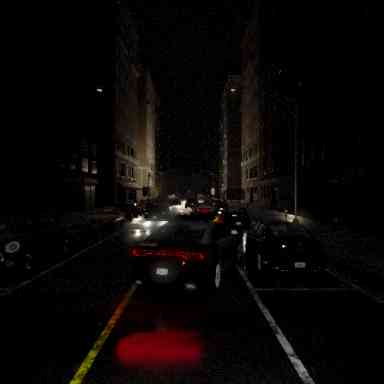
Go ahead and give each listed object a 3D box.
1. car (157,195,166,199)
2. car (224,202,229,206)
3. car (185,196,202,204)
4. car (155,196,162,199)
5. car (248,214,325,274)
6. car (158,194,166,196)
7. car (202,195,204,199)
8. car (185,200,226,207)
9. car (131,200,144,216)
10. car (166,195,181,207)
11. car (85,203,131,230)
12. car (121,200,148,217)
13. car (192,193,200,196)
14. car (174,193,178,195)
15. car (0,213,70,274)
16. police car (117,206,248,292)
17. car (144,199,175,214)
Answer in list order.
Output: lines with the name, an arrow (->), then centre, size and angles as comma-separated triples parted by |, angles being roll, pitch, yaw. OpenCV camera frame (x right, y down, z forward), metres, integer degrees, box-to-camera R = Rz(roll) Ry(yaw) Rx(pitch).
car -> -5.351, 1.541, 48.219 | 2.008, 1.369, 4.403 | 0, 0, 0
car -> 2.652, 1.549, 21.140 | 2.008, 1.369, 4.403 | 0, 0, 0
car -> 0.041, 1.556, 45.547 | 1.994, 1.385, 4.181 | 0, 0, 0
car -> -5.356, 1.544, 42.806 | 2.008, 1.369, 4.403 | 0, 0, 0
car -> 2.644, 1.550, 10.314 | 2.008, 1.369, 4.403 | 0, 0, 0
car -> -5.343, 1.297, 59.044 | 2.192, 1.841, 5.009 | 0, 0, 0
car -> 2.674, 1.515, 48.374 | 1.752, 1.417, 4.829 | 0, 0, 0
car -> 0.732, 1.454, 19.055 | 1.801, 1.575, 5.366 | 0, 0, 2
car -> -5.369, 1.564, 26.568 | 1.947, 1.339, 4.313 | 0, 0, 0
car -> -2.710, 1.550, 52.279 | 1.994, 1.385, 4.181 | 0, 0, 0
car -> -5.373, 1.524, 20.985 | 1.752, 1.417, 4.829 | 0, 0, 0
car -> -5.364, 1.522, 31.810 | 1.752, 1.417, 4.829 | 0, 0, 0
car -> 0.045, 1.459, 59.390 | 1.882, 1.535, 5.008 | 0, 0, 0
car -> -5.323, 1.513, 85.508 | 2.008, 1.369, 4.403 | 0, 0, 0
car -> -5.381, 1.440, 10.330 | 1.967, 1.590, 4.097 | 0, 0, 0
police car -> 0.147, 1.424, 9.278 | 1.930, 1.638, 5.238 | 0, 0, 17
car -> -2.832, 1.545, 28.051 | 2.033, 1.411, 5.357 | 0, 0, 0
